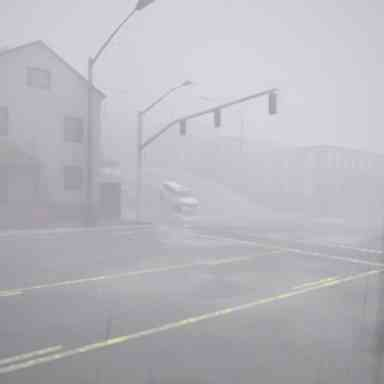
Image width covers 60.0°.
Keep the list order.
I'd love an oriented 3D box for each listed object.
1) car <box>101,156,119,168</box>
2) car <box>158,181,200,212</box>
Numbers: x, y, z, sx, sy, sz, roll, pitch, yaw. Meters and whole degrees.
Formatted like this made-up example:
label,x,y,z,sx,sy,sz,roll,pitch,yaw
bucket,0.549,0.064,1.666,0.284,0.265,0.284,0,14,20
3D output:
label,x,y,z,sx,sy,sz,roll,pitch,yaw
car,-12.565,-4.554,49.936,1.882,1.535,5.008,1,8,-35
car,-1.374,0.509,34.579,2.150,2.045,5.566,1,18,-37
